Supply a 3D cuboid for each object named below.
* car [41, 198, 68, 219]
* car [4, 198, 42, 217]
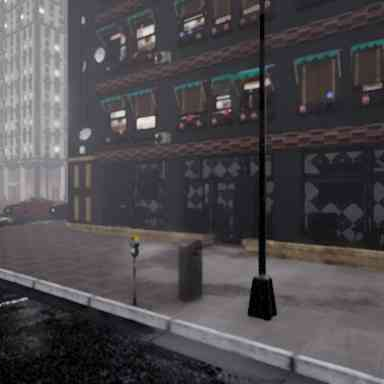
[{"bbox_3d":[-7.739,1.173,23.106,1.947,1.339,4.313,1,2,35],"label":"car"},{"bbox_3d":[-12.502,1.167,26.418,1.994,1.385,4.181,0,1,35],"label":"car"}]
